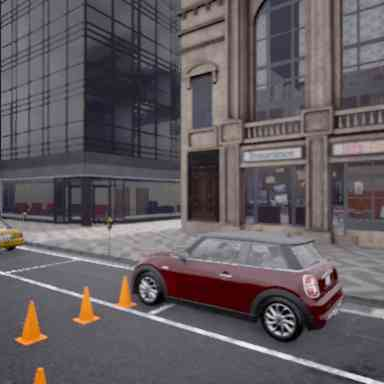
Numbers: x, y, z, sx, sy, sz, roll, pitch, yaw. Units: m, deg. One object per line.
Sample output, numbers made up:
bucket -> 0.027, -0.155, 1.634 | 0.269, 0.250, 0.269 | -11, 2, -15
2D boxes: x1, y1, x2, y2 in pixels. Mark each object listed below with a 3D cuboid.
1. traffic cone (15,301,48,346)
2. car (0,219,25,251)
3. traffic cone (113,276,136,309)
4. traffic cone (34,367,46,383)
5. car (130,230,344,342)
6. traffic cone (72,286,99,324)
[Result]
traffic cone -> -2.481, 1.981, 5.146 | 0.340, 0.580, 0.340 | 0, 0, 36
car -> -8.556, 1.584, 13.291 | 4.829, 1.417, 1.752 | 0, -1, 36
traffic cone -> -1.358, 1.993, 6.731 | 0.340, 0.580, 0.340 | 0, 0, 37
traffic cone -> -1.447, 1.972, 3.164 | 0.340, 0.580, 0.340 | 0, 0, 36
car -> 0.664, 1.483, 6.629 | 4.097, 1.590, 1.967 | 0, -1, 36
traffic cone -> -1.896, 1.988, 5.956 | 0.340, 0.580, 0.340 | 0, 0, 36
